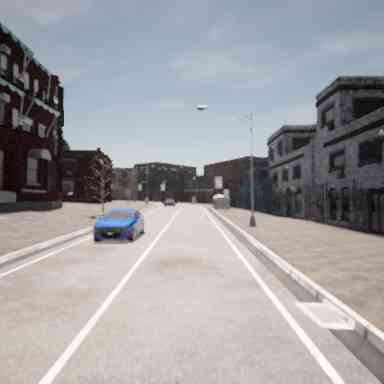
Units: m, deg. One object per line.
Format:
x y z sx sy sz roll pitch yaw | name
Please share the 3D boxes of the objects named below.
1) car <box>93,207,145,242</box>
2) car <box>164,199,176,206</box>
-3.591 1.569 17.071 1.882 1.535 5.008 0 0 0 | car
-3.962 1.880 59.933 1.994 1.385 4.181 0 0 -4 | car
